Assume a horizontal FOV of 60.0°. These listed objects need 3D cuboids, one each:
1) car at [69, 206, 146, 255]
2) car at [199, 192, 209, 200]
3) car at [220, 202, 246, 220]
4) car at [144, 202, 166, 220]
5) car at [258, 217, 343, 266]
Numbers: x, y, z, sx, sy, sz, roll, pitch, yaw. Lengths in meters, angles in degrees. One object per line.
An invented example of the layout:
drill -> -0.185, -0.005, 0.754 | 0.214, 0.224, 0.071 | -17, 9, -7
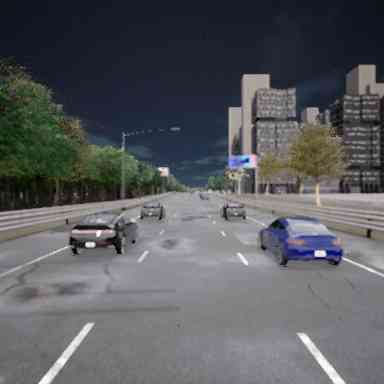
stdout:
car -> -3.398, 1.558, 13.526 | 2.128, 1.511, 4.902 | 0, 0, 0
car -> 3.514, 1.451, 87.108 | 1.994, 1.385, 4.181 | 0, 1, 0
car -> 3.603, 1.635, 29.613 | 2.128, 1.511, 4.902 | 0, 0, 0
car -> -3.396, 1.635, 29.626 | 2.128, 1.511, 4.902 | 0, 0, 0
car -> 3.602, 1.583, 11.652 | 1.812, 1.442, 4.674 | 0, 0, 0
